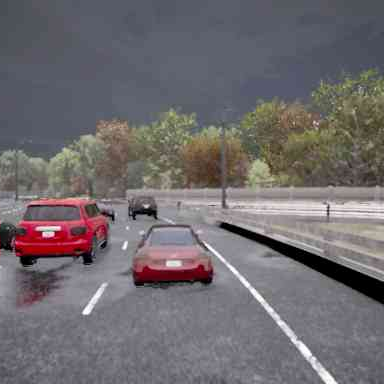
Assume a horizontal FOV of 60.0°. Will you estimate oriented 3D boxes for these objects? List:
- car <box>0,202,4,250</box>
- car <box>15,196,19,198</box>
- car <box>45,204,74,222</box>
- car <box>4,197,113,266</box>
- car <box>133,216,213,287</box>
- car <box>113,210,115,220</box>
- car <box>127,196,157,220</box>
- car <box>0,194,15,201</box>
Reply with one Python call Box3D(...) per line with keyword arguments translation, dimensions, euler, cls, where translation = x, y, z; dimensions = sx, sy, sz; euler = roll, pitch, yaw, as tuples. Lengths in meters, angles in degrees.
Box3D(translation=(-7.890, 1.416, 11.644), dimensions=(2.097, 1.767, 4.553), euler=(0, 0, -7), cls="car")
Box3D(translation=(-44.114, 1.838, 83.925), dimensions=(5.357, 1.411, 2.033), euler=(0, 0, 37), cls="car")
Box3D(translation=(-11.393, 1.748, 28.847), dimensions=(1.895, 1.301, 4.718), euler=(0, 0, -17), cls="car")
Box3D(translation=(-4.385, 1.284, 12.037), dimensions=(2.150, 2.045, 5.566), euler=(0, 0, -7), cls="car")
Box3D(translation=(-0.597, 1.609, 9.579), dimensions=(1.994, 1.385, 4.181), euler=(0, 0, -5), cls="car")
Box3D(translation=(-7.916, 1.746, 29.385), dimensions=(1.895, 1.301, 4.718), euler=(0, 0, -16), cls="car")
Box3D(translation=(-4.614, 1.367, 30.548), dimensions=(2.150, 2.045, 5.566), euler=(0, 0, -17), cls="car")
Box3D(translation=(-46.342, 1.515, 81.225), dimensions=(5.566, 2.045, 2.150), euler=(0, 0, 37), cls="car")
